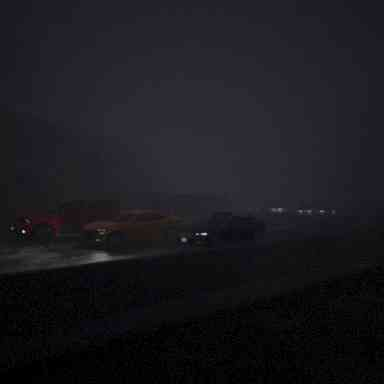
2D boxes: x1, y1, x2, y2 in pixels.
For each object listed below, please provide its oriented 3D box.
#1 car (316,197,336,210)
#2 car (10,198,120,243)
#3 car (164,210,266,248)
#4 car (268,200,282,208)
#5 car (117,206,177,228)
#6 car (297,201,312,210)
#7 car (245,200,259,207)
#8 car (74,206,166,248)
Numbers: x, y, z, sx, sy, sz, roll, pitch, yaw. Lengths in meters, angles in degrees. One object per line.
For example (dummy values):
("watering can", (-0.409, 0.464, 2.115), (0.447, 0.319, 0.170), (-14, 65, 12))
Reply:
("car", (21.369, 1.835, 53.399), (2.150, 2.045, 5.566), (0, 0, 10))
("car", (-6.202, 1.349, 17.179), (5.566, 2.045, 2.150), (1, -1, -41))
("car", (1.410, 1.638, 14.812), (2.128, 1.511, 4.902), (0, -1, 45))
("car", (15.231, 2.144, 60.940), (2.128, 1.511, 4.902), (0, -1, 3))
("car", (-3.282, 1.781, 25.022), (1.994, 1.385, 4.181), (0, -1, 41))
("car", (17.694, 2.134, 52.602), (2.033, 1.411, 5.357), (0, -1, 11))
("car", (11.796, 2.286, 66.298), (2.033, 1.411, 5.357), (0, -1, -2))
("car", (-2.640, 1.611, 15.765), (5.008, 1.535, 1.882), (1, -1, -43))
